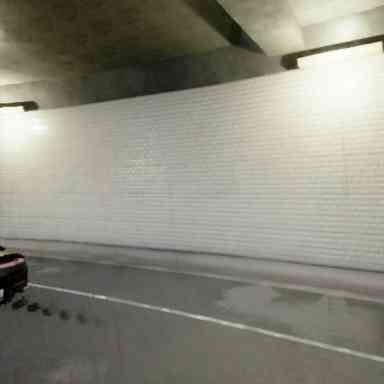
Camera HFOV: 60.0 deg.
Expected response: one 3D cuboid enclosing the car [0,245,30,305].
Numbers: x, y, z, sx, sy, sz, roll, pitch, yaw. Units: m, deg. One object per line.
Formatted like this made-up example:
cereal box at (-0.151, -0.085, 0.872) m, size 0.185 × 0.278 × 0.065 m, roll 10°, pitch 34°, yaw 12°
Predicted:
car at (-5.382, 1.466, 6.410) m, size 4.902 × 1.511 × 2.128 m, roll 0°, pitch 0°, yaw 25°
